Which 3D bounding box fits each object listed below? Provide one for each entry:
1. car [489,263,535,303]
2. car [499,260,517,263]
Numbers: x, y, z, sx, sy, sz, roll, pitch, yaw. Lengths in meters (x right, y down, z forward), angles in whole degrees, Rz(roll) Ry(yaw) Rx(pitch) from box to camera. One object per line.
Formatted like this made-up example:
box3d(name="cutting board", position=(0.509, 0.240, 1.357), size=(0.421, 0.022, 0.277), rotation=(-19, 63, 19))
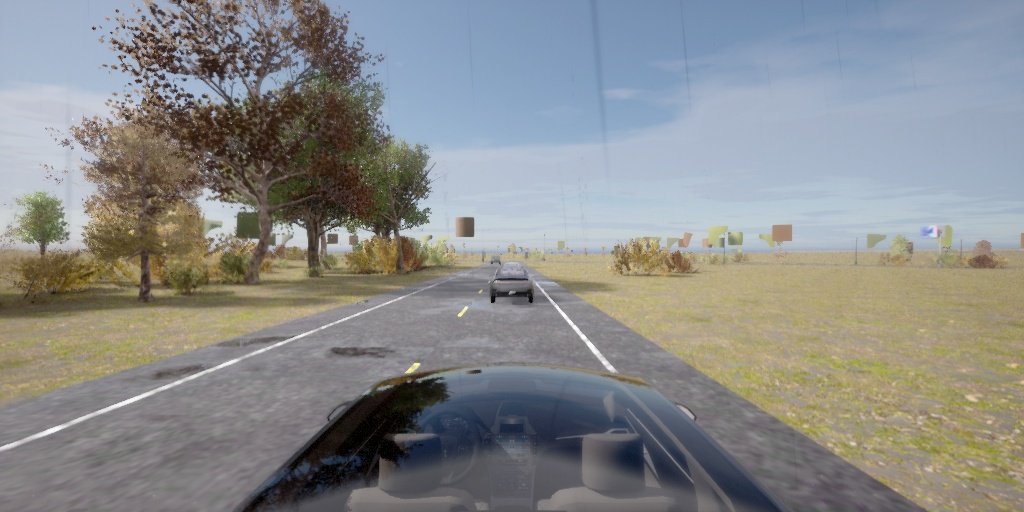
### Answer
box3d(name="car", position=(0.000, 1.238, 16.501), size=(2.128, 1.511, 4.902), rotation=(0, 0, 0))
box3d(name="car", position=(0.000, 1.268, 31.502), size=(1.812, 1.442, 4.674), rotation=(0, 0, 0))
